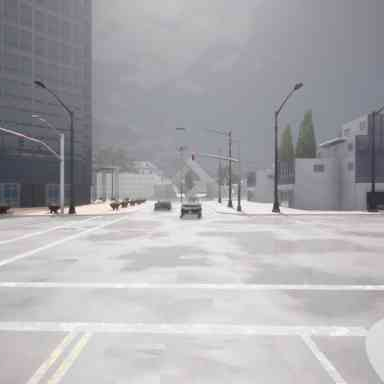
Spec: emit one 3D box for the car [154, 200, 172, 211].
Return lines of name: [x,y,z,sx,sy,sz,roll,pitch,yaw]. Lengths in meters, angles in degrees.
car: [-3.615,1.601,41.553,1.895,1.301,4.718,0,0,0]

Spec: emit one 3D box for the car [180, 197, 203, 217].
car: [-0.073,1.502,31.170,2.128,1.511,4.902,0,0,2]
